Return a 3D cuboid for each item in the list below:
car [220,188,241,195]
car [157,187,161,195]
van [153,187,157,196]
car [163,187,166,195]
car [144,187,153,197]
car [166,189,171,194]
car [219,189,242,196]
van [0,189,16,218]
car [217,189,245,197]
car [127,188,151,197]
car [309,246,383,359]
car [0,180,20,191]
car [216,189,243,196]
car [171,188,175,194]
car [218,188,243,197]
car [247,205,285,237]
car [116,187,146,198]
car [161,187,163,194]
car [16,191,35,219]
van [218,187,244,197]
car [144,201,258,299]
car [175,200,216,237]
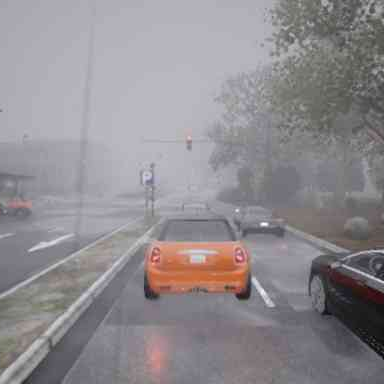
[{"bbox_3d":[9.437,-0.153,81.475,4.553,1.767,2.185,0,1,-12],"label":"car"},{"bbox_3d":[-10.031,0.170,73.166,4.892,1.521,2.231,-1,1,-14],"label":"car"},{"bbox_3d":[-10.258,-0.012,70.192,4.442,1.987,1.878,-1,1,-14],"label":"van"},{"bbox_3d":[-9.288,0.113,79.163,4.674,1.452,2.002,-1,0,-13],"label":"car"},{"bbox_3d":[-10.816,0.304,64.204,5.366,1.575,1.946,-1,1,-15],"label":"car"},{"bbox_3d":[-8.474,0.018,85.145,4.674,1.452,2.002,-1,1,-12],"label":"car"},{"bbox_3d":[8.699,0.110,75.611,4.674,1.452,2.002,0,1,-13],"label":"car"},{"bbox_3d":[-13.608,0.973,20.432,4.442,1.987,1.878,-1,1,-19],"label":"van"},{"bbox_3d":[8.185,0.165,69.772,5.366,1.575,1.946,0,1,-13],"label":"car"},{"bbox_3d":[-10.723,0.139,67.154,4.553,1.767,2.185,-1,1,-14],"label":"car"},{"bbox_3d":[3.102,1.427,4.338,2.128,1.511,4.902,0,1,0],"label":"car"},{"bbox_3d":[-28.178,-0.683,52.059,2.002,1.452,4.674,5,-2,-19],"label":"car"},{"bbox_3d":[8.167,0.115,72.623,5.366,1.575,1.946,0,1,-13],"label":"car"},{"bbox_3d":[-8.024,-0.322,88.146,5.566,2.045,2.435,-1,1,-12],"label":"car"},{"bbox_3d":[7.650,0.090,66.777,4.553,1.767,2.185,0,1,-14],"label":"car"},{"bbox_3d":[3.156,1.329,16.343,1.994,1.385,4.181,0,1,1],"label":"car"},{"bbox_3d":[-11.460,0.394,61.213,4.792,1.488,2.163,-1,1,-15],"label":"car"},{"bbox_3d":[-9.659,0.161,76.162,4.674,1.452,2.002,-1,1,-13],"label":"car"},{"bbox_3d":[-13.634,1.033,23.411,4.553,1.767,2.185,-1,1,-19],"label":"car"},{"bbox_3d":[7.267,0.038,63.806,4.442,1.987,1.878,0,1,-14],"label":"van"},{"bbox_3d":[0.109,1.231,8.307,2.097,1.767,4.553,0,1,0],"label":"car"},{"bbox_3d":[0.166,1.256,17.394,1.837,1.490,4.892,0,1,1],"label":"car"}]
